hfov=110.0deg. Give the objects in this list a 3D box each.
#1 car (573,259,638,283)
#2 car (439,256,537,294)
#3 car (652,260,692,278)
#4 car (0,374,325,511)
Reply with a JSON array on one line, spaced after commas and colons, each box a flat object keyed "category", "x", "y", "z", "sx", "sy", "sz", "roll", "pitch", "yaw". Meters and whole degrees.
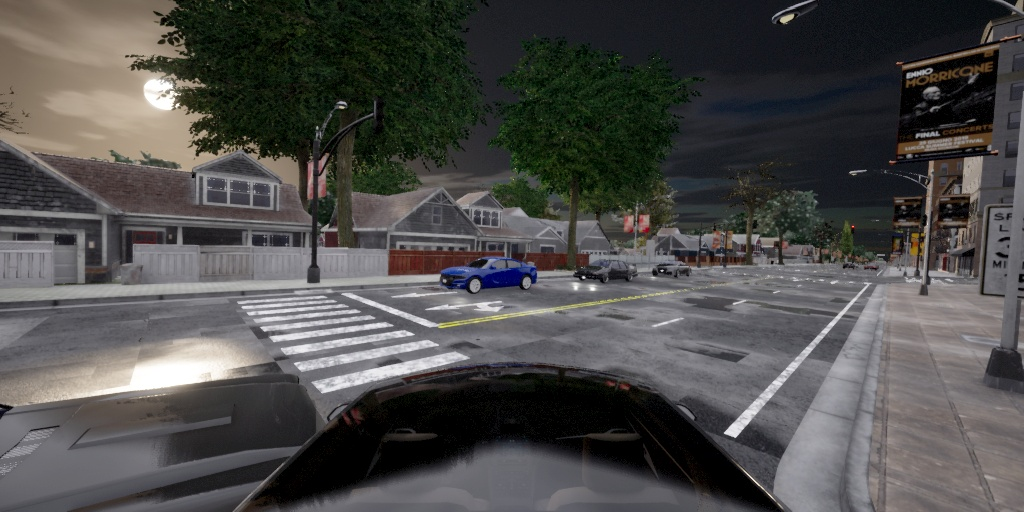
[{"category": "car", "x": 6.269, "y": 0.928, "z": 23.422, "sx": 5.357, "sy": 1.411, "sz": 2.033, "roll": 1, "pitch": 2, "yaw": -43}, {"category": "car", "x": -0.966, "y": 0.781, "z": 16.575, "sx": 5.008, "sy": 1.535, "sz": 1.882, "roll": 1, "pitch": 2, "yaw": -43}, {"category": "car", "x": 13.536, "y": 1.026, "z": 30.271, "sx": 4.181, "sy": 1.385, "sz": 1.994, "roll": 1, "pitch": 2, "yaw": -44}, {"category": "car", "x": -3.317, "y": 1.274, "z": 1.413, "sx": 4.718, "sy": 1.301, "sz": 1.895, "roll": 1, "pitch": 2, "yaw": -33}]
